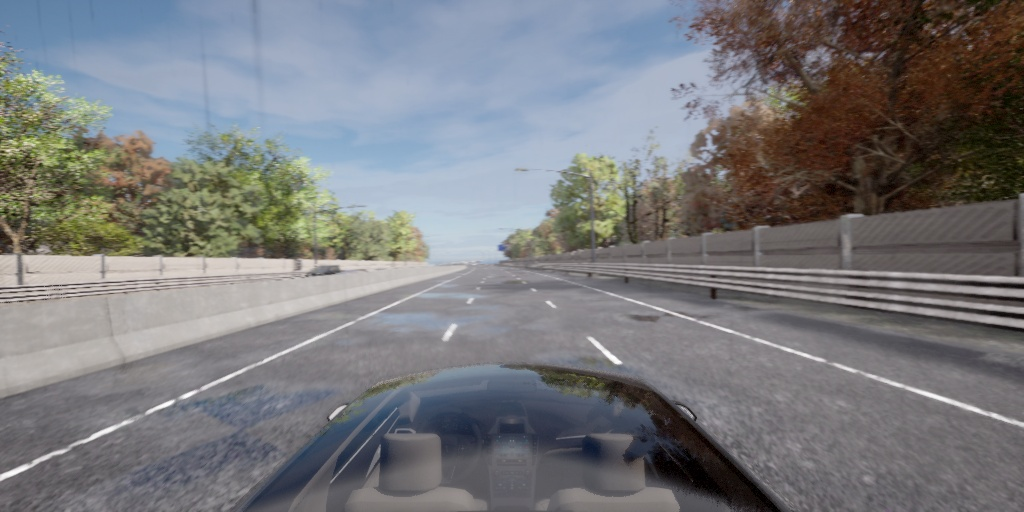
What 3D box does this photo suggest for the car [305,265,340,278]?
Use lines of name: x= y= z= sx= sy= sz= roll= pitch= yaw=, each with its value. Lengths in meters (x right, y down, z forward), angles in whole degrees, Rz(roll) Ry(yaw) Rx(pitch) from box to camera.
car: x=-22.547 y=2.145 z=43.224 sx=2.150 sy=2.045 sz=5.566 roll=-2 pitch=-1 yaw=-3

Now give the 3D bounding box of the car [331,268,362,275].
car: x=-19.015 y=2.349 z=42.671 sx=2.033 sy=1.411 sz=5.357 roll=-2 pitch=-1 yaw=-3
